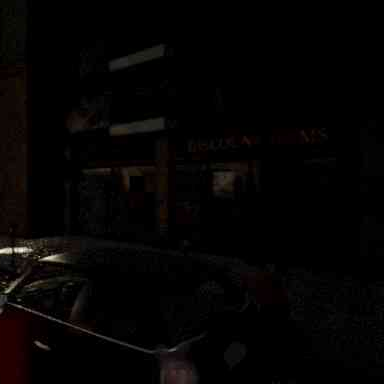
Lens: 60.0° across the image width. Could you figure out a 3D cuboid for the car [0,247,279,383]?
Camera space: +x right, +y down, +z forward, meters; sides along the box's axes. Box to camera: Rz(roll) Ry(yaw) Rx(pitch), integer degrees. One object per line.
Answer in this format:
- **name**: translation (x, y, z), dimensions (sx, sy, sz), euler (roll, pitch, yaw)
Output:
- **car**: translation (-1.206, 1.394, 3.938), dimensions (4.097, 1.590, 1.967), euler (1, 1, 36)
